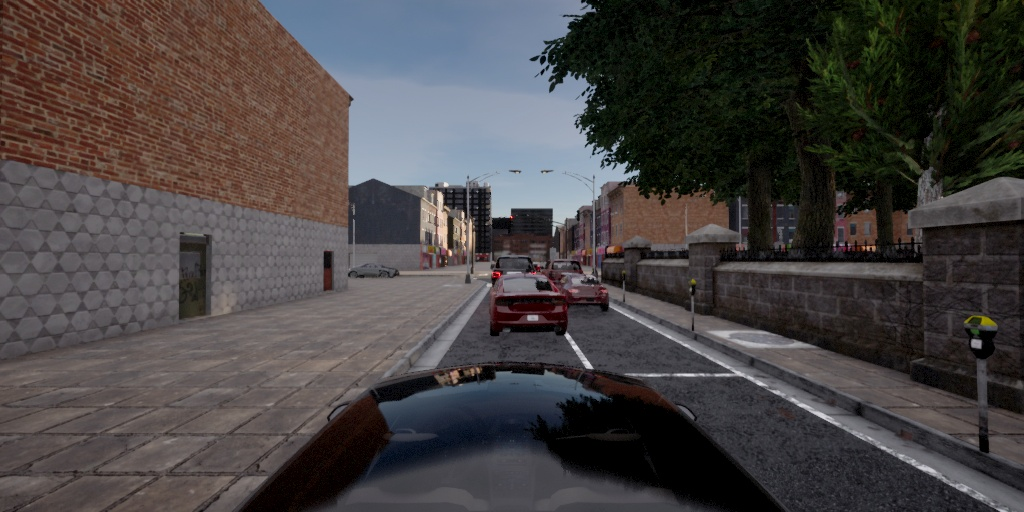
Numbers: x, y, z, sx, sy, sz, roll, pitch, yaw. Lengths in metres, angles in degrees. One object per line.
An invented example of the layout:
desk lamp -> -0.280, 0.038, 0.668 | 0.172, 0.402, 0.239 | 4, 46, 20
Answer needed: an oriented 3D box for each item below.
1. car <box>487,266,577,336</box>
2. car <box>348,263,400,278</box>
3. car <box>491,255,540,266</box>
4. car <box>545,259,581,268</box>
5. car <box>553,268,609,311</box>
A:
car -> 0.289, 1.230, 10.471 | 1.882, 1.535, 5.008 | 0, 0, -4
car -> -12.026, 1.304, 31.316 | 4.181, 1.385, 1.994 | 0, -1, 0
car -> 0.111, 0.979, 18.030 | 2.150, 2.045, 5.566 | 0, 0, 0
car -> 2.669, 1.074, 19.722 | 2.192, 1.841, 5.009 | 0, 0, 0
car -> 2.660, 1.337, 14.273 | 1.802, 1.307, 4.207 | 0, 0, 0
